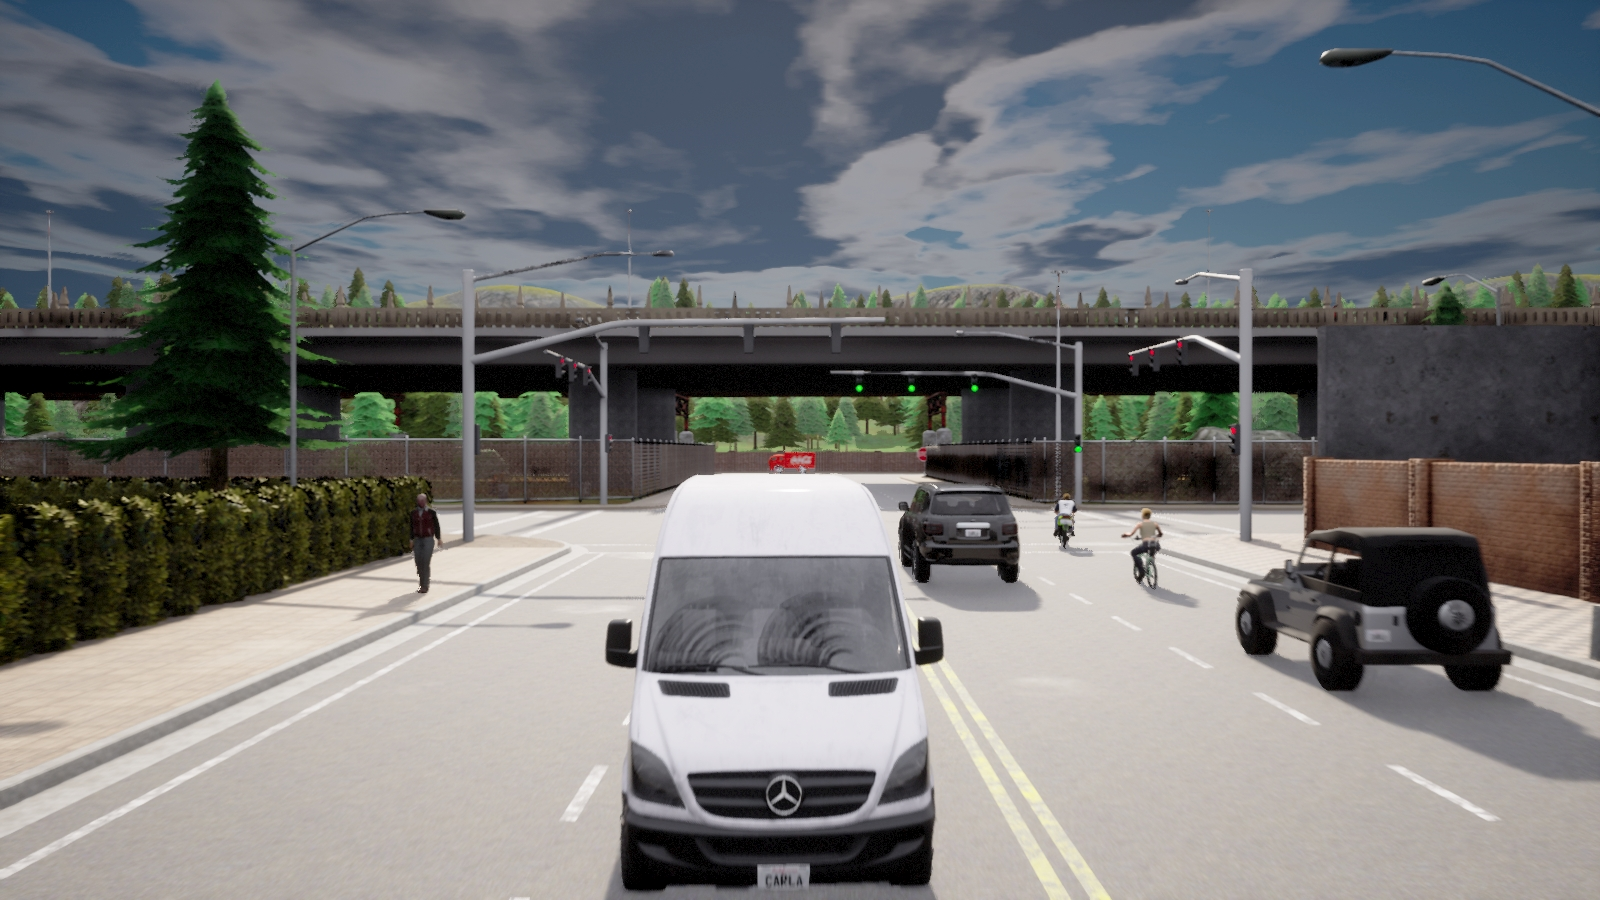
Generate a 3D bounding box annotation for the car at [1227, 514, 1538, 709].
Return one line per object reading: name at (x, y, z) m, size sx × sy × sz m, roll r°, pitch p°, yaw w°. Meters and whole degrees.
car at (6.990, 1.846, 14.230) m, size 1.905 × 1.878 × 3.866 m, roll 0°, pitch 0°, yaw 0°

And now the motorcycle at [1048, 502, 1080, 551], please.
motorcycle at (7.538, 2.159, 32.700) m, size 0.803 × 1.199 × 2.033 m, roll 4°, pitch 1°, yaw 12°

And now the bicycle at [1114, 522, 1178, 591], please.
bicycle at (7.006, 2.141, 23.198) m, size 0.859 × 1.276 × 1.487 m, roll 0°, pitch 0°, yaw 0°

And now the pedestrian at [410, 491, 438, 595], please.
pedestrian at (-6.858, 1.680, 20.825) m, size 0.375 × 1.860 × 0.375 m, roll 0°, pitch 0°, yaw 2°

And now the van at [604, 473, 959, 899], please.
van at (-0.242, 1.527, 9.350) m, size 1.988 × 2.561 × 5.915 m, roll 0°, pitch 0°, yaw -3°

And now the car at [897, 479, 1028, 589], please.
car at (3.492, 1.761, 25.658) m, size 2.150 × 2.045 × 5.566 m, roll 0°, pitch 0°, yaw 0°
